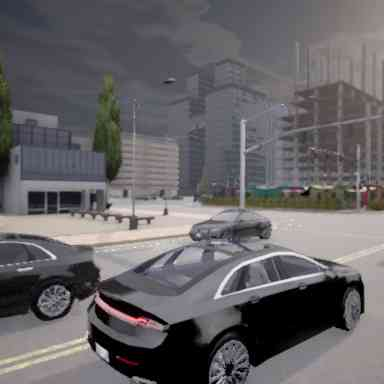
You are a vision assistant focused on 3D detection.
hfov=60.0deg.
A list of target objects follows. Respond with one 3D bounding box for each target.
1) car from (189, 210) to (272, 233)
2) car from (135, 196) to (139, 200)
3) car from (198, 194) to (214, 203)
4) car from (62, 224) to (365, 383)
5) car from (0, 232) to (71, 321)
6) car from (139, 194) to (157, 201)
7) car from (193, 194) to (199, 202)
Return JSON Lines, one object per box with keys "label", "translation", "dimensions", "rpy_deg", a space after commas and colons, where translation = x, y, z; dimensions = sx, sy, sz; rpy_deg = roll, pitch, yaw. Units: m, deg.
{"label": "car", "translation": [1.972, 1.576, 15.576], "dimensions": [4.674, 1.442, 1.812], "rpy_deg": [1, 0, -43]}
{"label": "car", "translation": [-13.094, 1.364, 90.638], "dimensions": [4.605, 1.855, 1.932], "rpy_deg": [0, 0, -42]}
{"label": "car", "translation": [3.962, 1.612, 71.799], "dimensions": [3.806, 1.475, 1.970], "rpy_deg": [0, 0, -42]}
{"label": "car", "translation": [0.890, 1.509, 5.124], "dimensions": [4.902, 1.511, 2.128], "rpy_deg": [0, 0, -40]}
{"label": "car", "translation": [-4.047, 1.506, 5.650], "dimensions": [4.892, 1.490, 1.837], "rpy_deg": [0, 0, -38]}
{"label": "car", "translation": [-11.189, 1.367, 88.459], "dimensions": [3.866, 1.878, 1.905], "rpy_deg": [0, 0, -42]}
{"label": "car", "translation": [2.026, 1.372, 73.951], "dimensions": [3.866, 1.878, 1.905], "rpy_deg": [0, 0, -42]}
